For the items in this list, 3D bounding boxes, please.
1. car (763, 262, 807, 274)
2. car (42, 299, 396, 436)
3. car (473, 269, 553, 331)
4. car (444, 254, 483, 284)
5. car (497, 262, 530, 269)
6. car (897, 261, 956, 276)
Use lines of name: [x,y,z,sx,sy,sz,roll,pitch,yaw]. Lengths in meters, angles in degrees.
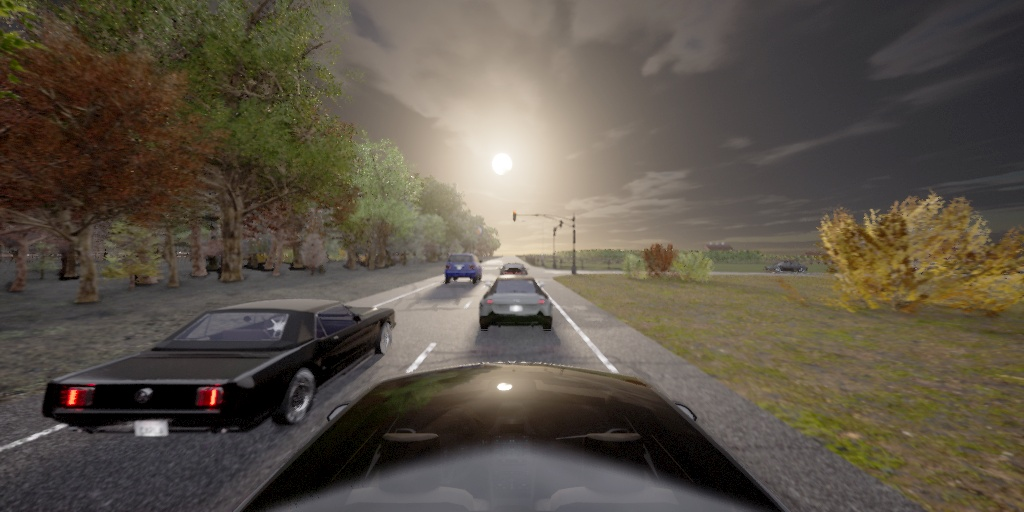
car: [34.769,1.459,45.704,4.892,1.490,1.837,1,-1,1]
car: [-3.399,1.332,5.604,1.895,1.301,4.718,0,0,0]
car: [0.102,1.267,10.879,1.994,1.385,4.181,0,0,0]
car: [-3.394,0.851,25.743,2.150,2.045,5.566,0,0,0]
car: [0.109,1.147,23.367,1.837,1.490,4.892,0,0,0]
car: [48.913,1.419,42.069,4.553,1.767,2.097,1,-1,0]
